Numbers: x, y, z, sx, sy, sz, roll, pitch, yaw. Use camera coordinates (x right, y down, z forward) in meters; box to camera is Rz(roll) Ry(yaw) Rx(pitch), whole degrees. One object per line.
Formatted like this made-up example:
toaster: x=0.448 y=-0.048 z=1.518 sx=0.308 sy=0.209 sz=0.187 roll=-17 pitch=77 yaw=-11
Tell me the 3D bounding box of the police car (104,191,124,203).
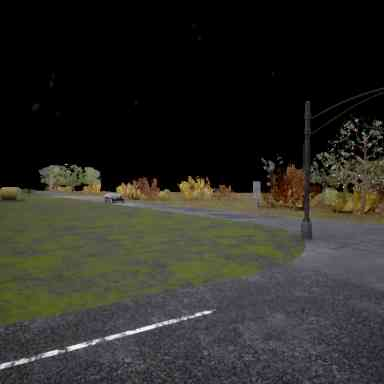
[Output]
police car: x=-11.648 y=0.743 z=49.739 sx=1.930 sy=1.638 sz=5.238 roll=1 pitch=0 yaw=-32
